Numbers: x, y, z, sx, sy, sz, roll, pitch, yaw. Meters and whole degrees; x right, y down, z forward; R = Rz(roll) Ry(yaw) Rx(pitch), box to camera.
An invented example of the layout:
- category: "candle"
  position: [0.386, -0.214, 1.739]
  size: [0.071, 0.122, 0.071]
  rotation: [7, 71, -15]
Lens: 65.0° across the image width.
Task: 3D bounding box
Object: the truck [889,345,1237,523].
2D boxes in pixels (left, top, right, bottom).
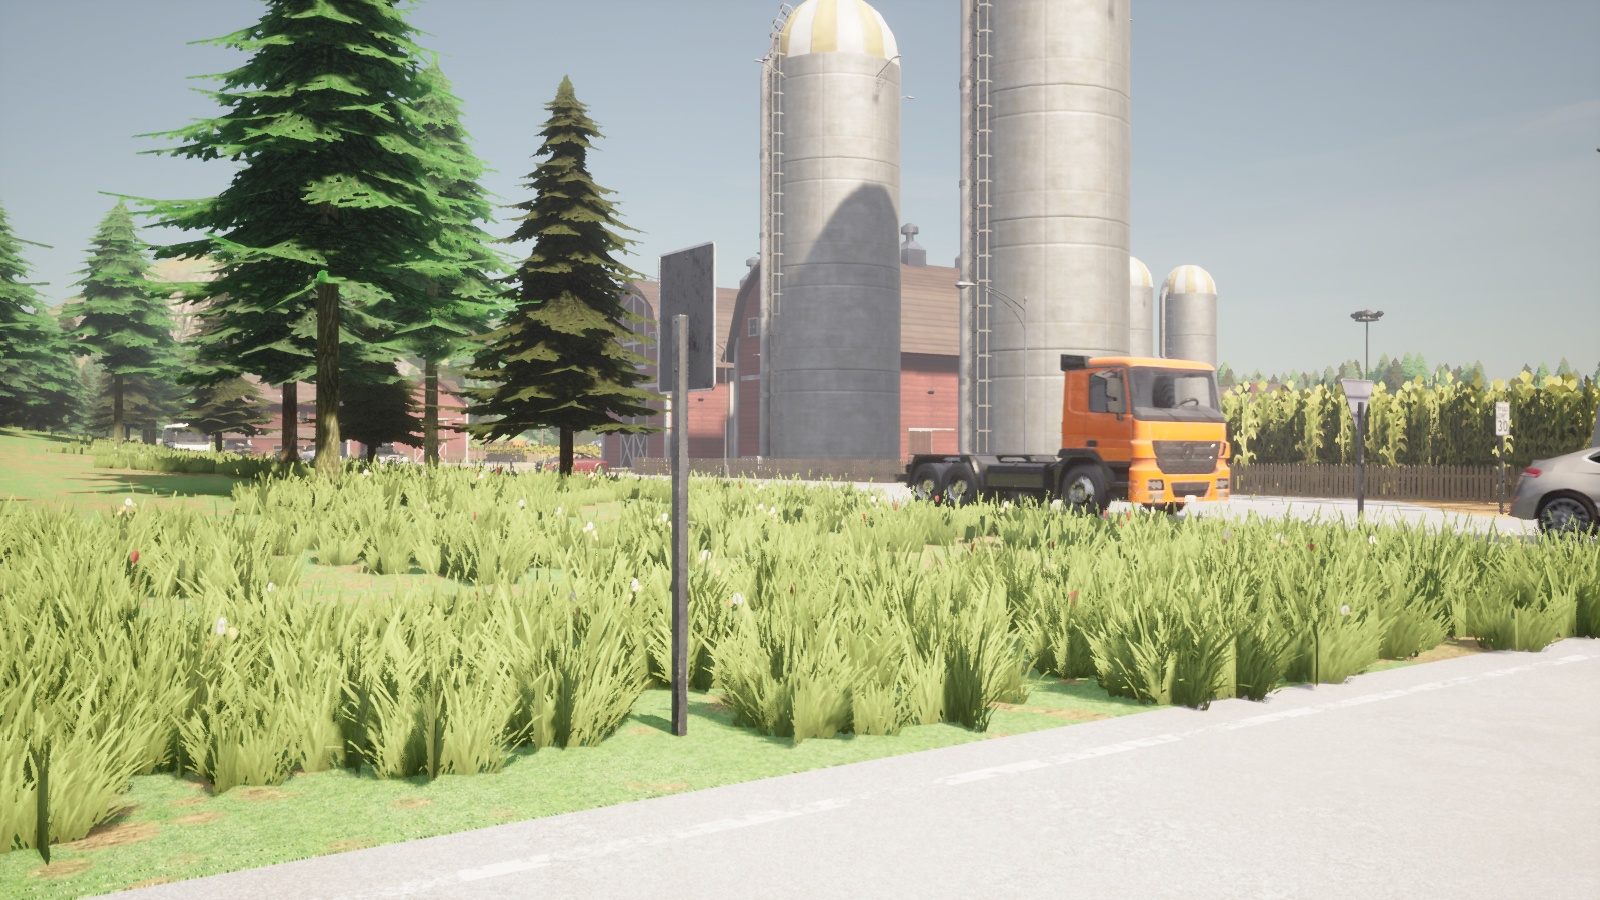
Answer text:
- category: "truck"
  position: [5.636, -0.322, 28.529]
  size: [2.891, 3.462, 7.936]
  rotation: [0, 0, -34]

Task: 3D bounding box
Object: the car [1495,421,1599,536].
- category: "car"
  position: [13.031, 0.448, 17.860]
  size: [2.152, 1.651, 5.027]
  rotation: [0, 2, -37]

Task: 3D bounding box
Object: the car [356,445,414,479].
- category: "car"
  position: [-23.645, 0.646, 71.444]
  size: [1.932, 1.855, 4.605]
  rotation: [0, 0, -34]
